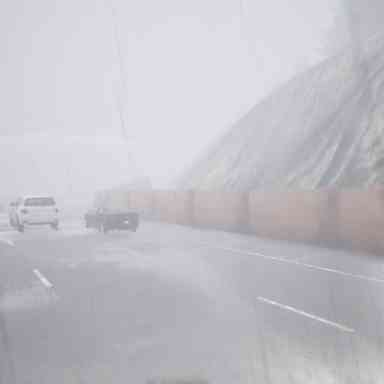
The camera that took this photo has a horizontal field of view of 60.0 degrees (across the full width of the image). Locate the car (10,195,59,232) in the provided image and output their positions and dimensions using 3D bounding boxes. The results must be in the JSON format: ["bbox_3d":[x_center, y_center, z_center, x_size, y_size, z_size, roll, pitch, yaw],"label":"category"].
[{"bbox_3d":[-9.854,1.222,20.659,2.150,2.045,5.566,0,0,-34],"label":"car"}]

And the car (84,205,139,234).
[{"bbox_3d":[-4.845,1.477,19.525,1.882,1.535,5.008,0,0,-34],"label":"car"}]

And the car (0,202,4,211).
[{"bbox_3d":[-22.772,1.563,37.565,1.994,1.385,4.181,0,0,-19],"label":"car"}]
